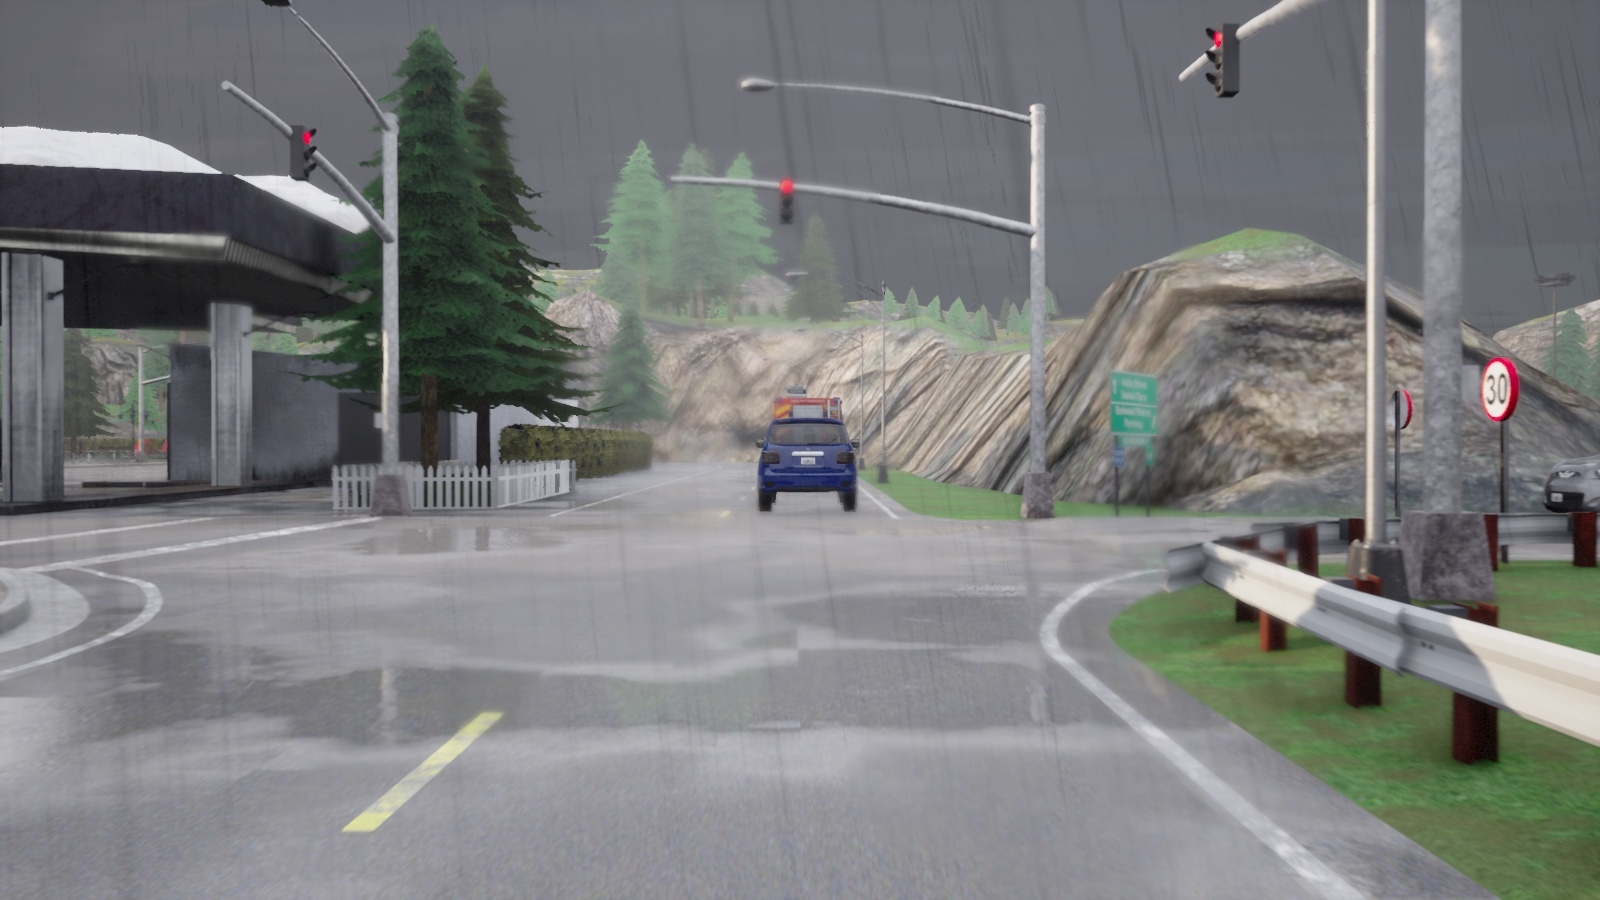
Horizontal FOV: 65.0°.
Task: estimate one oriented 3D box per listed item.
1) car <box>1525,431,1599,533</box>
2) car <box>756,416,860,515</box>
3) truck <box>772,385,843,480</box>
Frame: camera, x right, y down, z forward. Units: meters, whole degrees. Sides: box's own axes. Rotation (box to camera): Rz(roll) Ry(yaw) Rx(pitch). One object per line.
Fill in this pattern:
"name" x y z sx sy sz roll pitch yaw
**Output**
"car" 13.627 0.470 19.520 3.633 1.501 1.845 0 0 0
"car" 0.183 0.302 28.775 2.150 2.045 5.566 0 0 0
"truck" 0.336 -0.729 55.241 2.891 3.827 8.468 0 0 0
